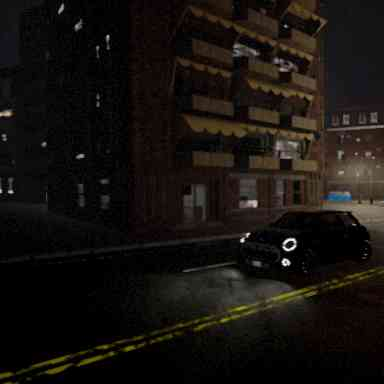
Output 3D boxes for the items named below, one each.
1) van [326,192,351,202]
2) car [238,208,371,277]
[{"bbox_3d":[26.134,0.874,59.207,3.998,1.788,1.690,1,0,21],"label":"van"},{"bbox_3d":[3.563,1.349,10.330,4.553,1.767,2.097,0,0,-36],"label":"car"}]
